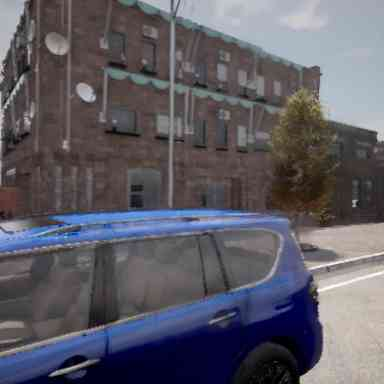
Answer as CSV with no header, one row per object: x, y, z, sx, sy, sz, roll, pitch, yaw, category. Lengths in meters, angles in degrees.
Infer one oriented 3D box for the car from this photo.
-1.191,1.222,2.835,5.566,2.045,2.150,0,0,-35,car
